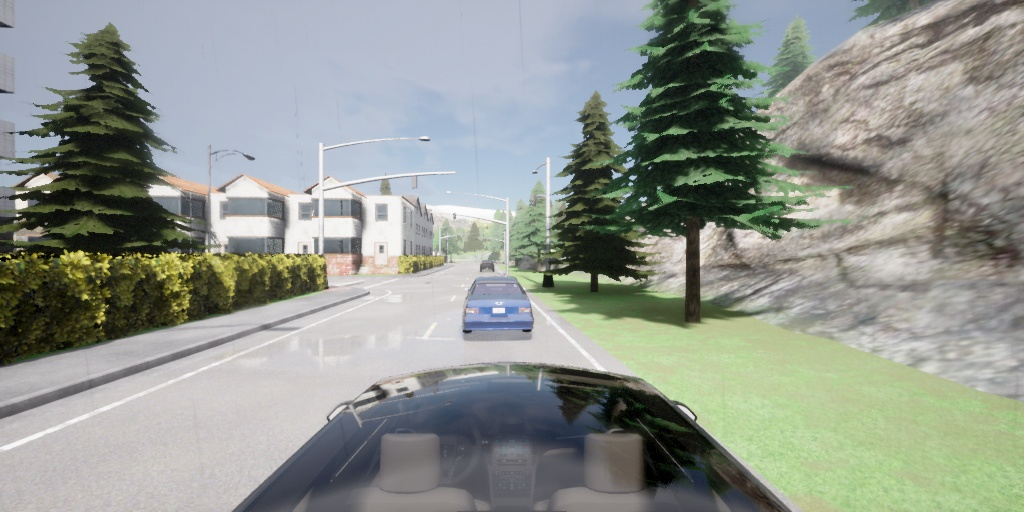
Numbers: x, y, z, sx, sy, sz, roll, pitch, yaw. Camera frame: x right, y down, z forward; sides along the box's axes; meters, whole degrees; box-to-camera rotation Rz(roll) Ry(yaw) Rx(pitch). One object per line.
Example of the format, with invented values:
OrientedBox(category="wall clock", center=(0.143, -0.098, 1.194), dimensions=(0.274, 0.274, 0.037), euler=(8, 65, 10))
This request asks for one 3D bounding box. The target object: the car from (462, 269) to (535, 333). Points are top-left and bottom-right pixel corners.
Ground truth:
OrientedBox(category="car", center=(-0.481, 1.298, 10.739), dimensions=(2.033, 1.411, 5.357), euler=(0, 0, -4))

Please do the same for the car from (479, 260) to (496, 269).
OrientedBox(category="car", center=(-3.199, 1.255, 46.186), dimensions=(1.837, 1.490, 4.892), euler=(0, 0, -4))
